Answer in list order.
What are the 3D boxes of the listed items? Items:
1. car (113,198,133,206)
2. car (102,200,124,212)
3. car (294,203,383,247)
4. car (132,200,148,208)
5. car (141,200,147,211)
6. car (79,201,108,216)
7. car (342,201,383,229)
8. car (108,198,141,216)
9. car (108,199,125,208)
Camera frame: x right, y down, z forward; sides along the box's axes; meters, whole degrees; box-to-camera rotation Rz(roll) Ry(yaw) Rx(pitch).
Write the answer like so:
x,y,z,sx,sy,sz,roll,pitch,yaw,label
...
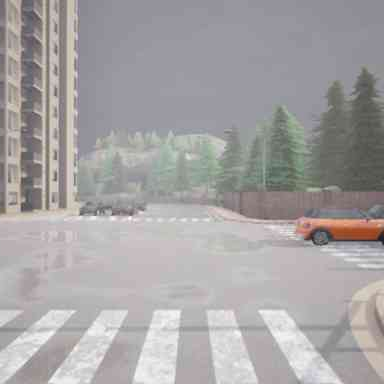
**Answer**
x,y,z,sx,sy,sz,roll,pitch,yaw,label
-13.231,1.908,63.852,1.837,1.490,4.892,0,0,-37,car
-10.668,1.834,45.380,2.033,1.411,5.357,0,0,-3,car
7.240,1.507,15.518,4.553,1.767,2.097,0,0,0,car
-8.623,1.945,54.576,1.895,1.301,4.718,0,0,-17,car
-7.181,1.830,44.733,2.033,1.411,5.357,0,0,-2,car
-10.544,1.730,35.642,1.837,1.490,4.892,0,0,0,car
12.987,1.551,22.701,4.553,1.767,2.097,0,0,0,car
-7.049,1.575,35.260,2.097,1.767,4.553,0,0,0,car
-12.613,1.898,55.607,2.033,1.411,5.357,0,0,-21,car
